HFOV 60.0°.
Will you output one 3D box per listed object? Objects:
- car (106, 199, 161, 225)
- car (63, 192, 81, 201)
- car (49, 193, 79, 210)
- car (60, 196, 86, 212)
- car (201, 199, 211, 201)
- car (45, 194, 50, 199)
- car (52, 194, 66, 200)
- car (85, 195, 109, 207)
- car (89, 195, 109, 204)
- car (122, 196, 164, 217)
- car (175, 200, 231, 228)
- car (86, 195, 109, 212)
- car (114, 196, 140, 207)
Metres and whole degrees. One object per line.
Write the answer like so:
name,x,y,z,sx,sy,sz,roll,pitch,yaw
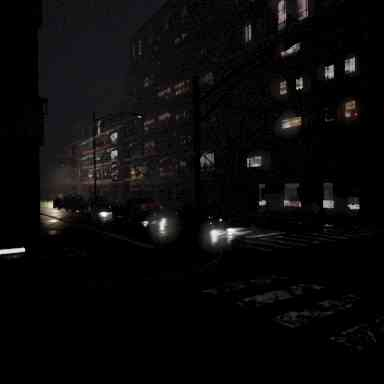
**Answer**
car,-4.373,1.509,24.201,1.887,1.381,4.507,-1,1,-35
car,-25.038,0.935,69.227,2.192,1.841,5.009,-1,1,-35
car,-15.829,1.312,41.072,1.967,1.590,4.097,-1,1,-35
car,-12.607,1.448,36.392,2.008,1.369,4.403,-1,1,-35
car,0.820,1.359,31.844,1.887,1.381,4.507,-1,1,-35
car,-34.797,1.075,83.413,1.752,1.417,4.829,-1,1,-35
car,-31.479,1.124,78.592,2.008,1.369,4.403,-1,1,-35
car,-13.821,1.266,48.271,1.837,1.490,4.892,-1,1,-34
car,-15.468,1.216,55.326,1.752,1.417,4.829,-1,1,-35
car,-4.277,1.257,28.848,2.097,1.767,4.553,-1,1,-35
car,0.618,1.507,21.743,1.994,1.385,4.181,-1,1,-34
car,-9.873,1.425,36.994,1.994,1.385,4.181,-1,1,-35
car,-9.025,1.266,45.964,1.752,1.417,4.829,-1,1,-35
